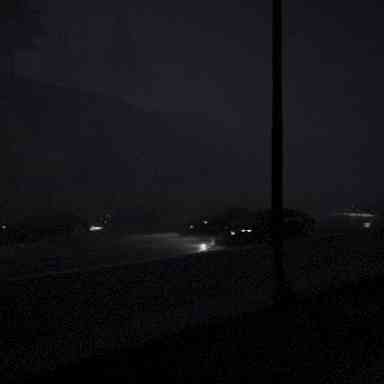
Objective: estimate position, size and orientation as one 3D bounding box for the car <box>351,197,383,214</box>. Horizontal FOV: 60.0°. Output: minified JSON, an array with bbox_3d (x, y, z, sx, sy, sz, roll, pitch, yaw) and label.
[{"bbox_3d":[18.242,1.441,34.177,4.674,1.442,1.812,0,0,-35],"label":"car"}]

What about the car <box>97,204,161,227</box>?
[{"bbox_3d":[-4.197,1.541,22.490,4.181,1.385,1.994,0,0,-35],"label":"car"}]

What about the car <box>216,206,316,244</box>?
[{"bbox_3d":[3.674,1.478,15.209,4.892,1.490,1.837,0,0,-35],"label":"car"}]

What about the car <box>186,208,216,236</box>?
[{"bbox_3d":[1.873,1.496,18.223,4.674,1.442,1.812,0,0,-35],"label":"car"}]

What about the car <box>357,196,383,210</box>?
[{"bbox_3d":[22.986,1.372,41.838,5.008,1.535,1.882,0,0,-35],"label":"car"}]

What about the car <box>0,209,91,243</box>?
[{"bbox_3d":[-7.121,1.556,16.107,4.181,1.385,1.994,0,0,-35],"label":"car"}]
